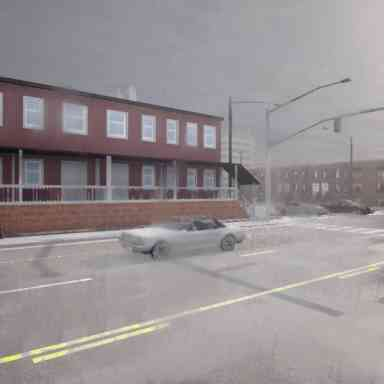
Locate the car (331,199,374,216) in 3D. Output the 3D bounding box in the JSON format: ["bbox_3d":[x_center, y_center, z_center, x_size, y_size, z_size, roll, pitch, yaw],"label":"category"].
[{"bbox_3d":[14.851,1.498,32.102,1.837,1.490,4.892,0,0,-40],"label":"car"}]

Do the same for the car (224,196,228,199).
[{"bbox_3d":[4.195,1.295,46.490,2.097,1.767,4.553,0,0,-36],"label":"car"}]

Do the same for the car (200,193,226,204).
[{"bbox_3d":[4.017,1.137,64.867,2.150,2.045,5.566,0,0,-36],"label":"car"}]

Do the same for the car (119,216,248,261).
[{"bbox_3d":[-0.248,1.583,12.382,4.718,1.301,1.895,0,0,-35],"label":"car"}]

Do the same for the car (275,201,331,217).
[{"bbox_3d":[10.313,1.582,31.604,1.895,1.301,4.718,0,0,-33],"label":"car"}]
